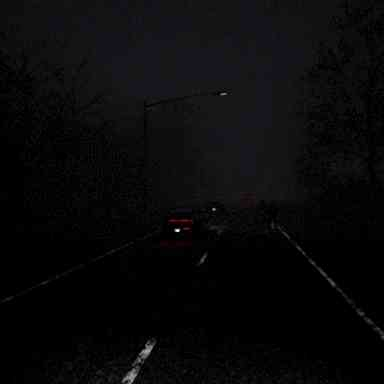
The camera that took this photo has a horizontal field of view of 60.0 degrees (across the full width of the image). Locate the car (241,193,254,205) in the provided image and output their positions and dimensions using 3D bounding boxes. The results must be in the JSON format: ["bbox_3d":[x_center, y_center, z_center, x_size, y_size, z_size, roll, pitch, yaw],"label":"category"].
[{"bbox_3d":[9.842,1.173,59.066,2.150,2.045,5.566,0,-1,8],"label":"car"}]

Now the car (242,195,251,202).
[{"bbox_3d":[11.997,1.471,73.286,1.812,1.442,4.674,0,0,9],"label":"car"}]

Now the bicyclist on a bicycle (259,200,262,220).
[{"bbox_3d":[5.422,1.433,25.618,0.582,1.620,1.656,0,0,9],"label":"bicyclist on a bicycle"}]

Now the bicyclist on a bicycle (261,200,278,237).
[{"bbox_3d":[4.042,1.358,16.918,0.659,1.776,1.843,0,0,9],"label":"bicyclist on a bicycle"}]

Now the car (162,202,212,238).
[{"bbox_3d":[-0.268,1.490,17.630,1.837,1.490,4.892,0,0,9],"label":"car"}]

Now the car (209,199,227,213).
[{"bbox_3d":[2.620,1.476,35.853,1.837,1.490,4.892,0,0,9],"label":"car"}]
